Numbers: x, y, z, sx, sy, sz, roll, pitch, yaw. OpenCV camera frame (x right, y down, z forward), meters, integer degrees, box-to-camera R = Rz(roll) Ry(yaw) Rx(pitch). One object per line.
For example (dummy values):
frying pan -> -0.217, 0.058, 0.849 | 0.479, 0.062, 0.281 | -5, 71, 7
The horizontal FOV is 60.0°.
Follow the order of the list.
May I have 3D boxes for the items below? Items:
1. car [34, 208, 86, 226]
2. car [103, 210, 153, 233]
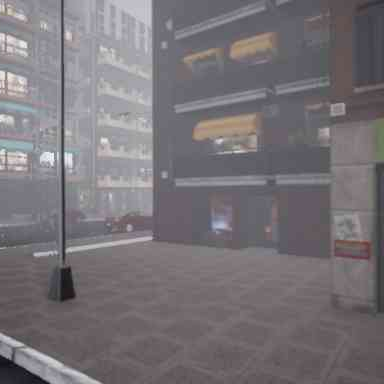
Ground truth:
car -> -10.716, 1.980, 27.231 | 1.802, 1.307, 4.206 | -1, -1, 35
car -> -3.892, 1.903, 22.426 | 1.887, 1.381, 4.507 | -1, -1, 35
